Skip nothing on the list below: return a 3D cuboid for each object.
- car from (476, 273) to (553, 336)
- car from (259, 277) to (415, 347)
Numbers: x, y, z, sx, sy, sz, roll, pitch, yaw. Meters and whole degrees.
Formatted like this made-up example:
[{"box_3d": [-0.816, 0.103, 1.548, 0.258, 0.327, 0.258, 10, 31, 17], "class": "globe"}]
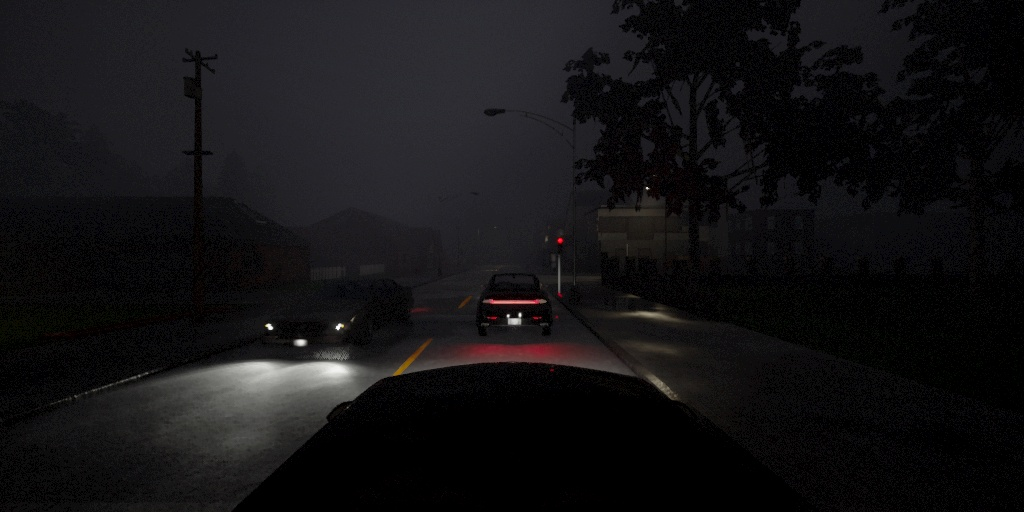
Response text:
[{"box_3d": [0.060, 1.241, 10.376, 2.128, 1.511, 4.902, 0, 0, 0], "class": "car"}, {"box_3d": [-4.104, 1.297, 9.617, 2.033, 1.411, 5.357, 0, 0, 0], "class": "car"}]
